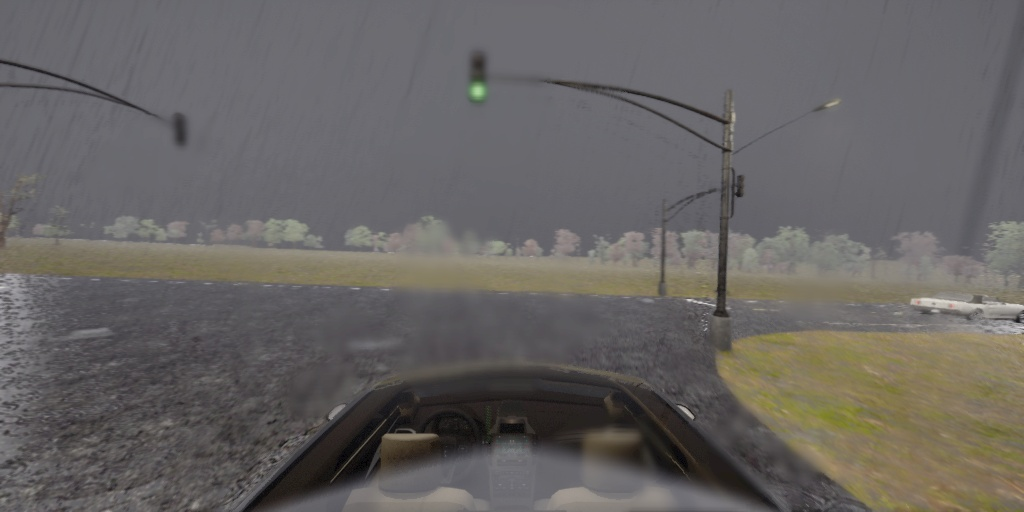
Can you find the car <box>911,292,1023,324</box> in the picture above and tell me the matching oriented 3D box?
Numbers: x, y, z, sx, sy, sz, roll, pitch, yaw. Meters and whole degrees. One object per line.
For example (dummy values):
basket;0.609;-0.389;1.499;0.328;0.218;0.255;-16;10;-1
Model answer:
car;22.543;2.496;17.565;4.718;1.301;1.895;3;0;-9
